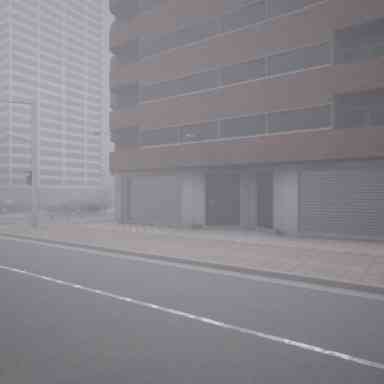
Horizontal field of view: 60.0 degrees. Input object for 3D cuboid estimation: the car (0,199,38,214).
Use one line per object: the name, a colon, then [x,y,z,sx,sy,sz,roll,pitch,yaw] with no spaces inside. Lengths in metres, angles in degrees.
car: [-18.771,1.477,35.614,1.882,1.535,5.008,0,0,35]

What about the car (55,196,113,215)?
car: [-11.032,1.491,34.187,2.128,1.511,4.902,0,0,35]

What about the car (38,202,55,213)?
car: [-13.907,1.601,36.478,1.895,1.301,4.718,0,0,35]

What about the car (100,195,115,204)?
car: [-12.816,1.505,44.169,1.837,1.490,4.892,0,0,35]
